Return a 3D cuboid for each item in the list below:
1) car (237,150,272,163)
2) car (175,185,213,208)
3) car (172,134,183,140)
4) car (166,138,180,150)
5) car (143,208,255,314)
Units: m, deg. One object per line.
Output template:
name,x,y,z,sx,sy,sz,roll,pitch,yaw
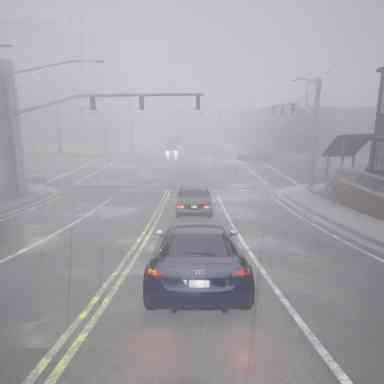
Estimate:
car,7.750,-4.462,41.133,4.181,1.385,1.994,-1,12,-5
car,0.102,0.361,17.283,2.033,1.411,5.357,0,8,0
car,-3.464,-10.855,70.072,2.128,1.511,4.902,0,12,0
car,-3.543,-8.296,58.772,1.895,1.301,4.718,0,12,-2
car,0.106,1.346,7.397,1.994,1.385,4.181,0,3,0
